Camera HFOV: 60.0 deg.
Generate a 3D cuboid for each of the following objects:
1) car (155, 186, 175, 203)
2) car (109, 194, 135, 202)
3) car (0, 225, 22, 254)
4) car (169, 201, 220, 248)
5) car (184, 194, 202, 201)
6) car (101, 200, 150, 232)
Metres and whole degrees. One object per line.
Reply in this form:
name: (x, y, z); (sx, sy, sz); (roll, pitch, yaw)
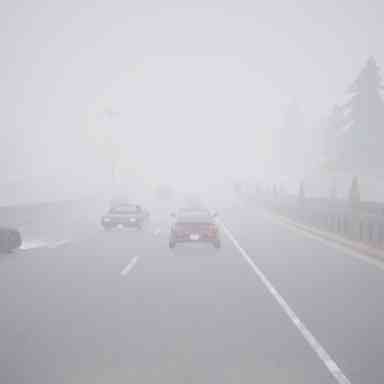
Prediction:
car: (-3.412, 0.185, 42.013); (2.150, 2.045, 5.566); (0, 4, 0)
car: (-6.910, 0.923, 33.034); (1.837, 1.490, 4.892); (0, 1, 0)
car: (-6.903, 1.400, 9.846); (1.994, 1.385, 4.181); (0, 1, 0)
car: (0.096, 1.304, 13.467); (1.812, 1.442, 4.674); (0, 1, 0)
car: (0.090, 0.889, 35.118); (2.033, 1.411, 5.357); (0, 2, 0)
car: (-3.405, 1.304, 17.998); (1.895, 1.301, 4.718); (0, 1, 0)
